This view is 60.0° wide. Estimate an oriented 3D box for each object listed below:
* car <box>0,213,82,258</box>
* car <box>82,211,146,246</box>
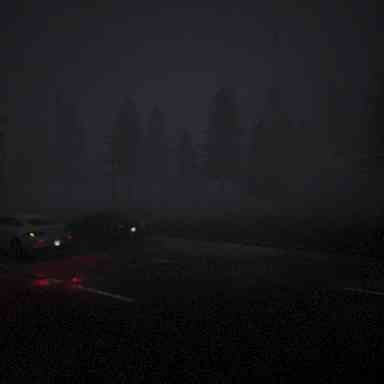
[{"bbox_3d":[-6.573,1.554,12.949,4.674,1.442,1.812,0,0,36],"label":"car"},{"bbox_3d":[-4.168,1.592,15.530,4.181,1.385,1.994,0,0,36],"label":"car"}]
